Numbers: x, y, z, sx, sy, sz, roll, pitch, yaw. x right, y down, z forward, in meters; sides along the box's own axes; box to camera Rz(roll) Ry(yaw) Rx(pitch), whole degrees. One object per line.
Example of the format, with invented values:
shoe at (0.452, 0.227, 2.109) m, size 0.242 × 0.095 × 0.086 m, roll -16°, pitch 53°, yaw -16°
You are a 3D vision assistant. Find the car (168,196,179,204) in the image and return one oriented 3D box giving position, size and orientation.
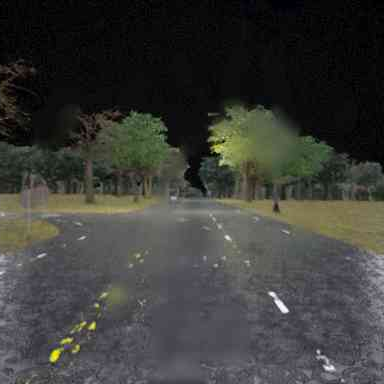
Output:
car at (-3.544, 1.511, 63.571) m, size 1.812 × 1.442 × 4.674 m, roll 0°, pitch 0°, yaw 0°
